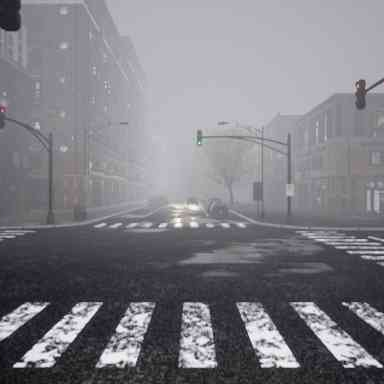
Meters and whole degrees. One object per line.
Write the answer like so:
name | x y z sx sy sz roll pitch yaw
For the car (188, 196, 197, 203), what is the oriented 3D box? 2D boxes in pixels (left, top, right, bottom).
car | 0.082 1.608 70.752 1.812 1.442 4.674 0 0 0

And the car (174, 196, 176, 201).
car | -5.588 1.773 90.368 1.752 1.417 4.829 0 0 0

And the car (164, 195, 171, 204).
car | -5.620 1.456 62.055 2.192 1.841 5.009 0 0 0

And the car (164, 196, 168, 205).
car | -5.626 1.705 56.357 1.802 1.307 4.206 0 0 0

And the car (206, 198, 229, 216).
car | 2.729 1.612 33.559 2.008 1.369 4.403 0 0 0

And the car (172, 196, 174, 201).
car | -5.606 1.733 73.447 2.008 1.369 4.403 0 0 0

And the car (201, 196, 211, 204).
car | 2.767 1.601 67.740 1.967 1.590 4.097 0 0 0

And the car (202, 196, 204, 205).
car | 2.741 1.531 44.952 1.967 1.590 4.097 0 0 0

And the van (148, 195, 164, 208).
van | -5.633 1.447 50.661 1.690 1.788 3.998 0 0 0

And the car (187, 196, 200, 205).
car | 0.071 1.613 60.335 1.882 1.535 5.008 0 0 0

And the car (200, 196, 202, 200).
car | 2.761 1.692 62.043 2.008 1.369 4.403 0 0 0

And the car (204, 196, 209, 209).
car | 2.735 1.516 39.256 1.967 1.590 4.097 0 0 0
